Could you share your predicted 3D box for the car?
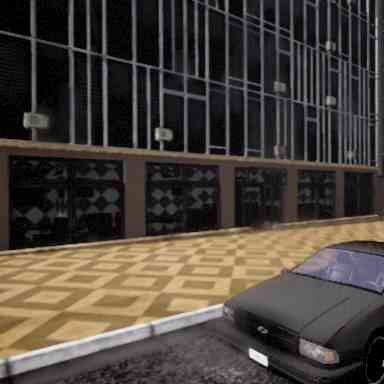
[{"bbox_3d":[2.955,1.571,5.470,5.357,1.411,2.033,0,0,-35],"label":"car"}]
